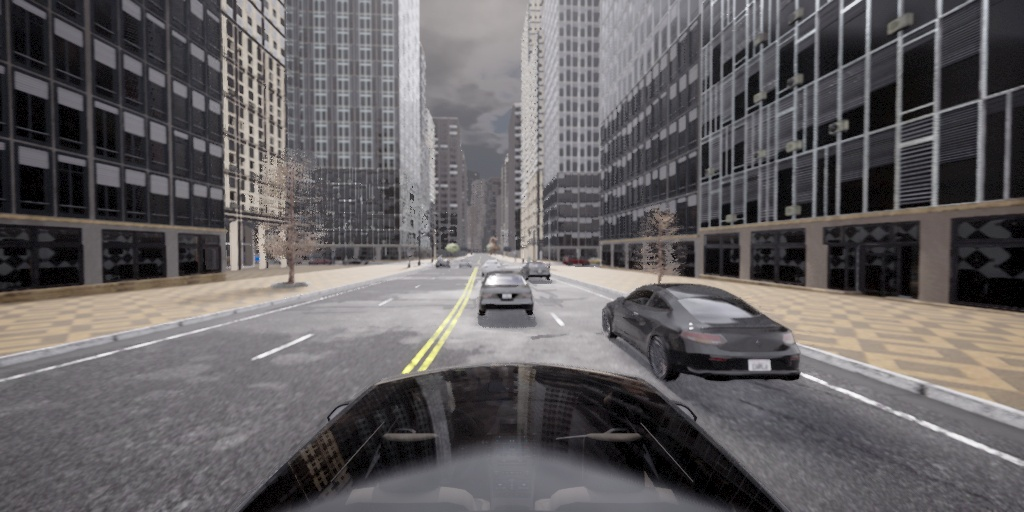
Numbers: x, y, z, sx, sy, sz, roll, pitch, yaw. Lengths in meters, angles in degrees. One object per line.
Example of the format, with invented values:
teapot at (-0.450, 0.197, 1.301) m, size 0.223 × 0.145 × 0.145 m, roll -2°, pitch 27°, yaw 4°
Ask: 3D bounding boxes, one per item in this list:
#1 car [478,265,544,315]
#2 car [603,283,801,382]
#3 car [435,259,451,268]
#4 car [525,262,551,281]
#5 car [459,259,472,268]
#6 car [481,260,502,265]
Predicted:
car at (-0.293, 1.244, 13.331) m, size 2.033 × 1.411 × 5.357 m, roll 0°, pitch 0°, yaw -3°
car at (3.181, 1.245, 6.988) m, size 1.812 × 1.442 × 4.674 m, roll 0°, pitch 0°, yaw -1°
car at (-10.143, 1.082, 53.080) m, size 1.994 × 1.385 × 4.181 m, roll 0°, pitch 0°, yaw -4°
car at (1.823, 1.164, 28.531) m, size 2.033 × 1.411 × 5.357 m, roll 0°, pitch 0°, yaw -5°
car at (-6.916, 1.106, 53.552) m, size 1.895 × 1.301 × 4.718 m, roll 0°, pitch 0°, yaw -4°
car at (-1.923, 1.123, 34.321) m, size 1.812 × 1.442 × 4.674 m, roll 0°, pitch 0°, yaw -5°
